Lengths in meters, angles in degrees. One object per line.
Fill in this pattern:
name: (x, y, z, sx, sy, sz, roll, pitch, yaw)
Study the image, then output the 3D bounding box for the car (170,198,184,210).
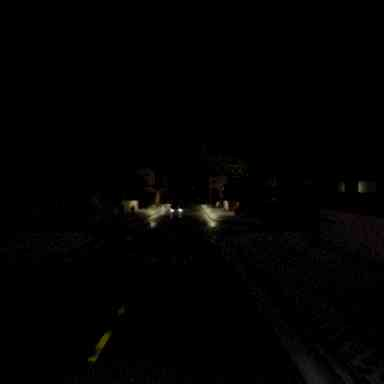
car: (-2.769, 2.355, 58.887, 1.837, 1.490, 4.892, 0, 1, 0)
